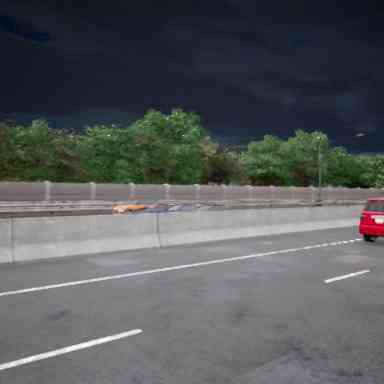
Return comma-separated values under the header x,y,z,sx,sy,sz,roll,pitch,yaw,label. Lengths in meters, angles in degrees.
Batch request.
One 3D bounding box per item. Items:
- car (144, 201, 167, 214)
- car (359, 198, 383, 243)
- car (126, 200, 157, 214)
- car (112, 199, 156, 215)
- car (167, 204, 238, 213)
x,y,z,sx,sy,sz,roll,pitch,yaw,label
-0.865,1.623,24.773,4.674,1.442,1.812,0,0,-36,car
9.885,1.293,15.256,5.566,2.045,2.150,0,0,-36,car
-2.936,1.639,27.596,4.181,1.385,1.994,0,0,-36,car
-4.921,1.428,30.478,4.553,1.767,2.097,0,0,-36,car
1.176,1.559,21.930,5.008,1.535,1.882,0,0,-36,car
